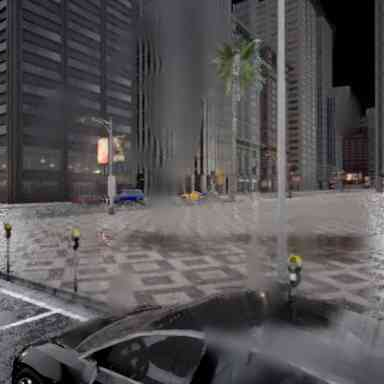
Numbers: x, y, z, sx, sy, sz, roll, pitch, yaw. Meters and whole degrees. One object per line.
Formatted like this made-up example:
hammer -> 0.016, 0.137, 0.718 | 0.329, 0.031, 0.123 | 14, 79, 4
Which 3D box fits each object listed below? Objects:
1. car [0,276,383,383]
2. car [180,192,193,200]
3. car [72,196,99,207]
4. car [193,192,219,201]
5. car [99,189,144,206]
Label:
car -> 0.266, 1.564, 2.778 | 4.313, 1.339, 1.947 | 0, 0, 36
car -> -0.089, 0.678, 59.672 | 1.882, 1.535, 5.008 | 0, 1, 36
car -> -12.775, 1.134, 42.149 | 1.895, 1.301, 4.718 | 0, 1, 36
car -> 2.840, 0.692, 58.171 | 2.128, 1.511, 4.902 | 0, 1, 36
car -> -8.591, 0.705, 42.401 | 2.150, 2.045, 5.566 | 0, 1, 36
